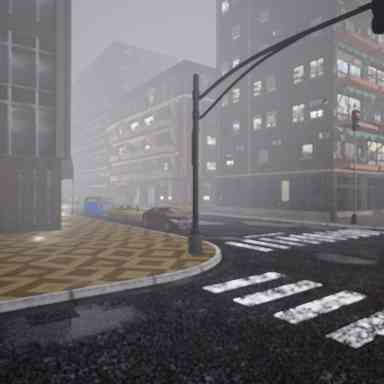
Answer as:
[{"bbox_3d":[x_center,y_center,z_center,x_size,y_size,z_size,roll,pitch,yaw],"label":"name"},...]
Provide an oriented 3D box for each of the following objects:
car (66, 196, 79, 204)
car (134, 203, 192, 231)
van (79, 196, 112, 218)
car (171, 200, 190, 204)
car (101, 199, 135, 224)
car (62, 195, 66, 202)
[{"bbox_3d":[-21.272,1.451,61.752,1.752,1.417,4.829,0,0,-36],"label":"car"},{"bbox_3d":[-1.558,1.528,19.921,1.802,1.307,4.206,0,0,-36],"label":"car"},{"bbox_3d":[-8.162,1.267,29.123,1.690,1.788,3.998,0,0,-36],"label":"van"},{"bbox_3d":[-1.455,1.491,34.147,1.752,1.417,4.829,0,0,-36],"label":"car"},{"bbox_3d":[-4.760,1.461,24.383,1.752,1.417,4.829,0,0,-36],"label":"car"},{"bbox_3d":[-27.778,1.364,70.816,1.967,1.590,4.097,0,0,-36],"label":"car"}]
